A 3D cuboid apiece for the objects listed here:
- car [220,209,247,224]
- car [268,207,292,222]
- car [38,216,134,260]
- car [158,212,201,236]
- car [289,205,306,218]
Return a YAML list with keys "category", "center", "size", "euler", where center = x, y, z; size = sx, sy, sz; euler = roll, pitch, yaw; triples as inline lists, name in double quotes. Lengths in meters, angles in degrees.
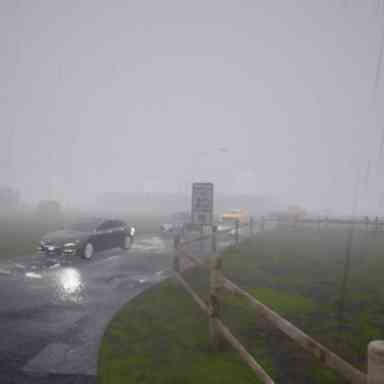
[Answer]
- category: "car"
  center: [4.483, 2.612, 35.498]
  size: [1.882, 1.535, 5.008]
  euler: [1, -2, 25]
- category: "car"
  center: [10.958, 2.997, 42.282]
  size: [1.837, 1.490, 4.892]
  euler: [1, -2, 26]
- category: "car"
  center: [-4.182, 1.817, 13.975]
  size: [1.837, 1.490, 4.892]
  euler: [1, -2, 19]
- category: "car"
  center: [-0.689, 2.157, 23.372]
  size: [2.128, 1.511, 4.902]
  euler: [1, -2, 22]
- category: "car"
  center: [16.803, 3.175, 53.495]
  size: [2.150, 2.045, 5.566]
  euler: [1, -2, 29]
